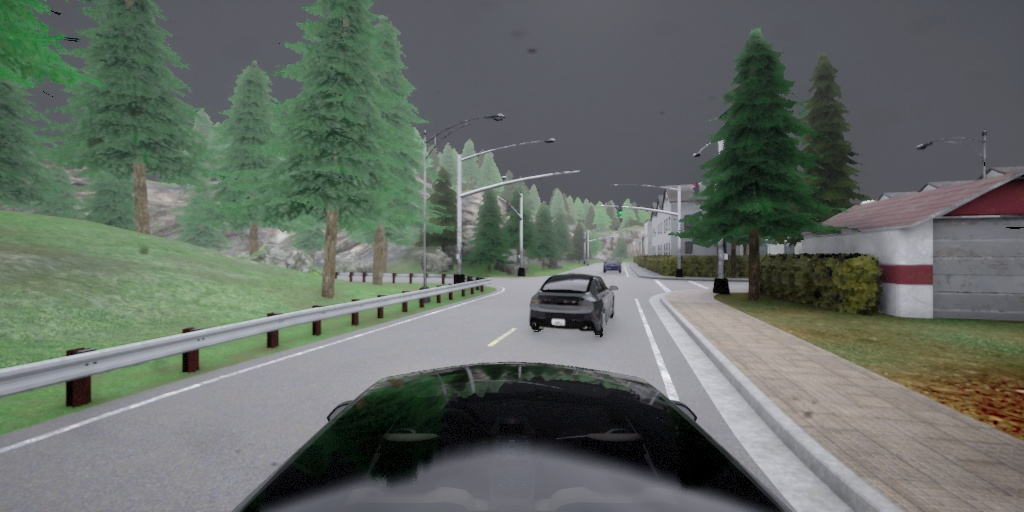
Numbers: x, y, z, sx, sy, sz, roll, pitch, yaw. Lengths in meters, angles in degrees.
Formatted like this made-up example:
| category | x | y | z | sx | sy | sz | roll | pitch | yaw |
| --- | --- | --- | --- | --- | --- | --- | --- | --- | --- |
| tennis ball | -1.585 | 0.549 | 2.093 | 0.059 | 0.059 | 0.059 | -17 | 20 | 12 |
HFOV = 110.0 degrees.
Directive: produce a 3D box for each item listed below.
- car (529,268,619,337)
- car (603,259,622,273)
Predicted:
| category | x | y | z | sx | sy | sz | roll | pitch | yaw |
| --- | --- | --- | --- | --- | --- | --- | --- | --- | --- |
| car | 1.921 | 1.264 | 10.519 | 1.837 | 1.490 | 4.892 | 0 | 0 | 21 |
| car | 12.363 | 1.143 | 44.142 | 2.097 | 1.767 | 4.553 | 0 | 0 | 17 |
